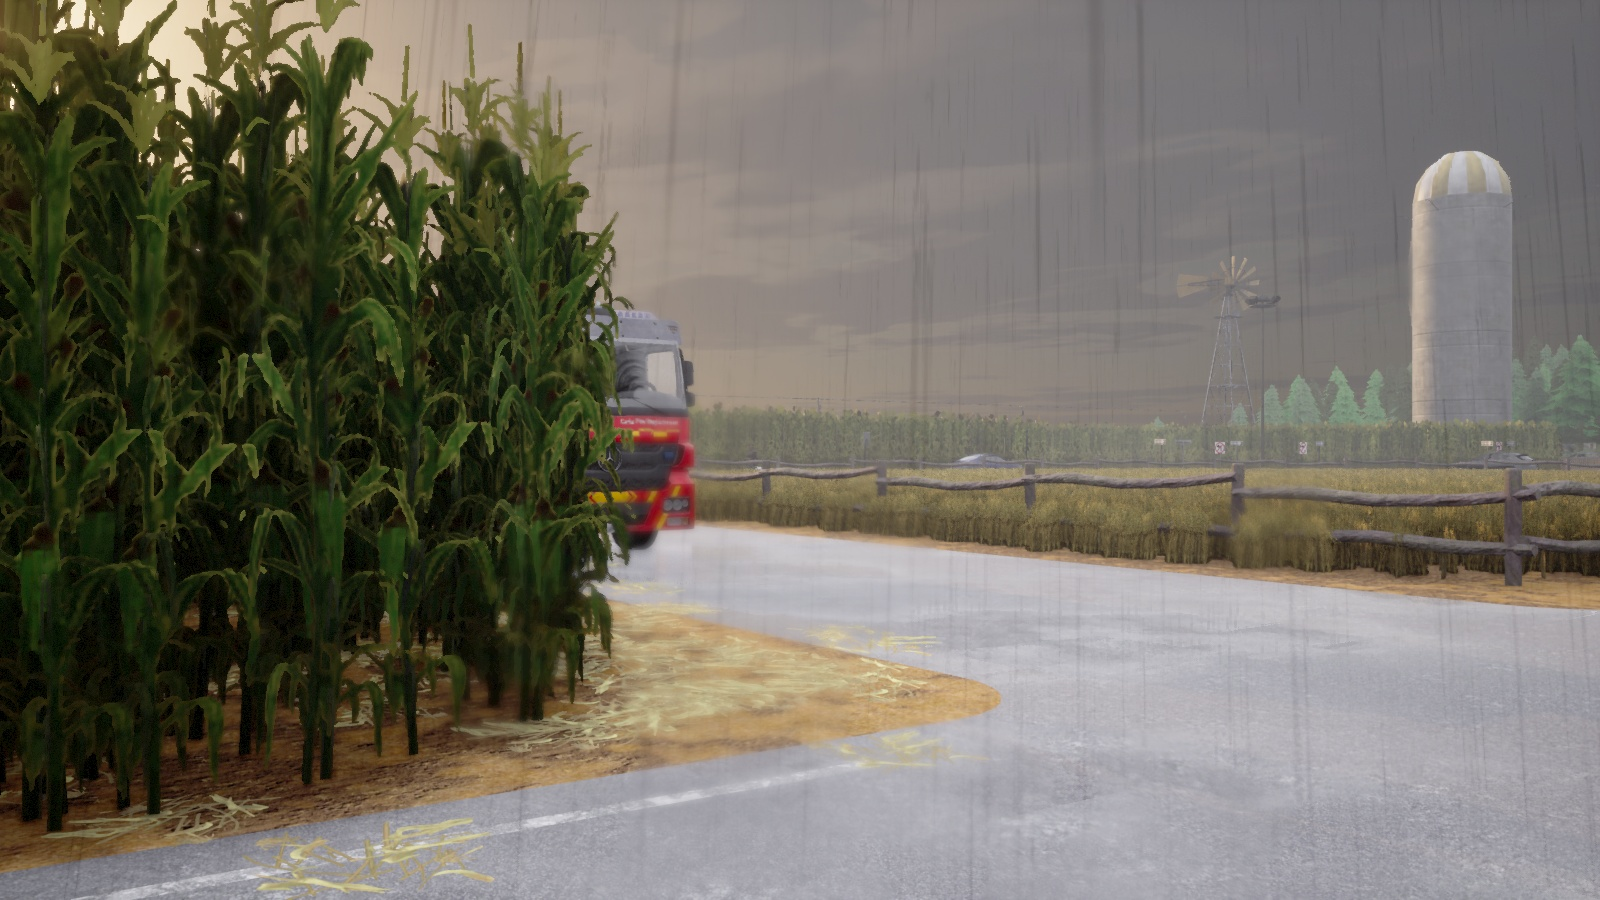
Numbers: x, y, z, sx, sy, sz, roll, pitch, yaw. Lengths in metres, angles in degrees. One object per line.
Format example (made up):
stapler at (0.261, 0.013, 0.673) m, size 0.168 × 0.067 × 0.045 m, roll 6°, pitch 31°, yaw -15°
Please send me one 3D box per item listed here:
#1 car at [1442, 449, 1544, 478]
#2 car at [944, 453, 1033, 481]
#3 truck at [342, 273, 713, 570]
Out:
car at (40.459, 0.769, 73.431) m, size 2.033 × 1.649 × 4.856 m, roll 0°, pitch 0°, yaw -32°
car at (10.001, 0.891, 66.579) m, size 4.674 × 1.442 × 1.812 m, roll 0°, pitch 0°, yaw -34°
truck at (-4.841, -0.361, 20.510) m, size 2.891 × 3.827 × 8.468 m, roll 0°, pitch 0°, yaw -35°
